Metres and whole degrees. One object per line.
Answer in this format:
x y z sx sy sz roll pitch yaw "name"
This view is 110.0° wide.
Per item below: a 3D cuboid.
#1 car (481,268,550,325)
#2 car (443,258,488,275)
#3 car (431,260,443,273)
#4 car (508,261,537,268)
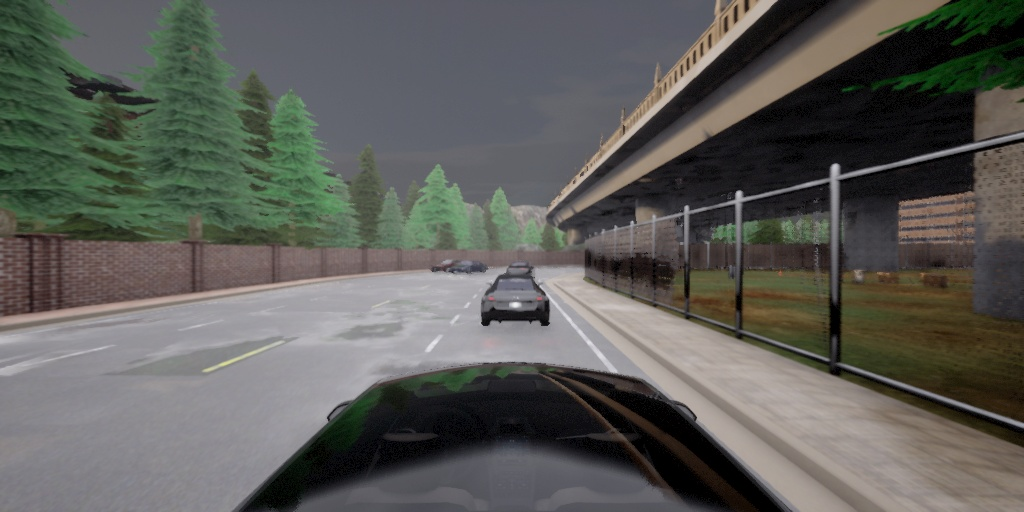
0.095 1.260 11.552 1.994 1.385 4.181 0 0 0 "car"
-4.258 1.111 35.932 2.033 1.411 5.357 0 0 23 "car"
-6.688 1.027 38.565 1.882 1.535 5.008 0 0 26 "car"
0.779 1.101 27.430 2.128 1.511 4.902 0 0 9 "car"
